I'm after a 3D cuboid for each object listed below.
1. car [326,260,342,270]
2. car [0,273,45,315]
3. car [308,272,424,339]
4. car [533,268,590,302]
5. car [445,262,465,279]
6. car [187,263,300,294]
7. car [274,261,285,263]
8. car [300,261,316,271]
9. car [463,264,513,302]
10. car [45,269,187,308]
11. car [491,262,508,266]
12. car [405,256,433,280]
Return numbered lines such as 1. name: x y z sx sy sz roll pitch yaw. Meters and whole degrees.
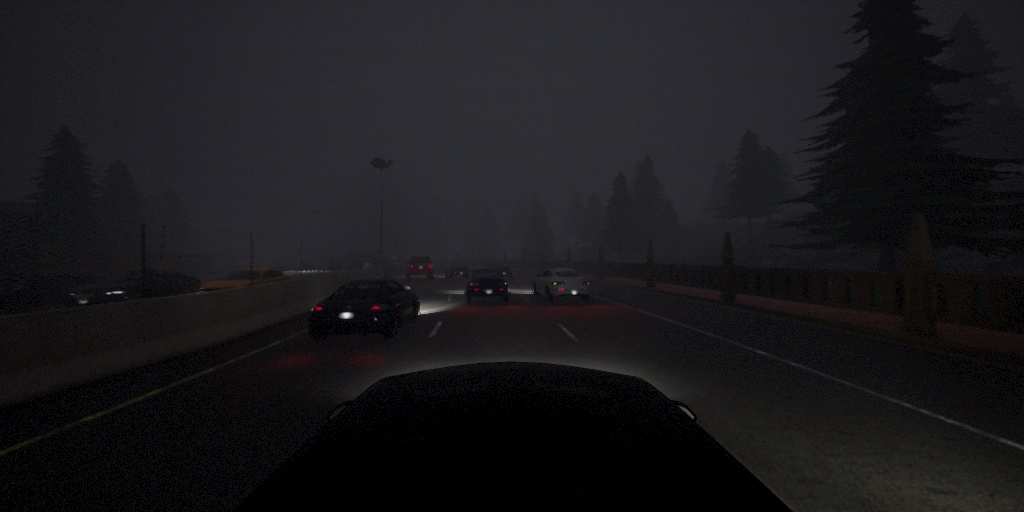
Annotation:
1. car: -27.623 1.419 55.470 1.837 1.490 4.892 0 0 -34
2. car: -18.635 1.396 14.323 2.033 1.411 5.357 0 0 -9
3. car: -3.957 1.338 10.234 1.994 1.385 4.181 0 0 -4
4. car: 2.250 1.273 17.082 1.812 1.442 4.674 0 0 -8
5. car: -5.078 1.318 33.258 1.812 1.442 4.674 0 0 -18
6. car: -11.979 1.295 16.509 1.882 1.535 5.008 0 0 -10
7. car: -34.202 1.472 52.665 1.812 1.442 4.674 0 0 -35
8. car: -30.390 1.492 53.293 1.994 1.385 4.181 0 0 -33
9. car: -1.279 1.291 17.060 1.812 1.442 4.674 0 0 -8
10. car: -15.271 1.324 14.894 2.128 1.511 4.902 0 0 -9
11. car: -1.304 1.300 32.894 1.812 1.442 4.674 0 0 -17
12. car: -8.240 1.029 31.858 2.150 2.045 5.566 0 0 -17
